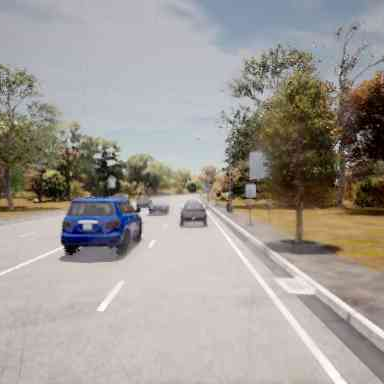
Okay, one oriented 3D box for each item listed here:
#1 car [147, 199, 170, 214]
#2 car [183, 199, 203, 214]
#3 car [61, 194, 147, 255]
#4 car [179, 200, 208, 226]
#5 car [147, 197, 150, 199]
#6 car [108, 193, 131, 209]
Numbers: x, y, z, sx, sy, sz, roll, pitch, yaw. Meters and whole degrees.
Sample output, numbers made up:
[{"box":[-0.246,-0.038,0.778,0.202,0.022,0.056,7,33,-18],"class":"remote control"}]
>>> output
[{"box":[-3.391,1.625,35.050,1.895,1.301,4.718,0,0,0],"class":"car"},{"box":[0.109,1.573,37.423,2.033,1.411,5.357,0,0,0],"class":"car"},{"box":[-3.397,1.231,13.508,2.150,2.045,5.566,0,0,0],"class":"car"},{"box":[0.108,1.507,23.701,2.128,1.511,4.902,0,0,0],"class":"car"},{"box":[-7.046,1.538,49.036,1.837,1.490,4.892,0,0,0],"class":"car"},{"box":[-10.542,1.253,48.788,2.150,2.045,5.566,0,0,1],"class":"car"}]
